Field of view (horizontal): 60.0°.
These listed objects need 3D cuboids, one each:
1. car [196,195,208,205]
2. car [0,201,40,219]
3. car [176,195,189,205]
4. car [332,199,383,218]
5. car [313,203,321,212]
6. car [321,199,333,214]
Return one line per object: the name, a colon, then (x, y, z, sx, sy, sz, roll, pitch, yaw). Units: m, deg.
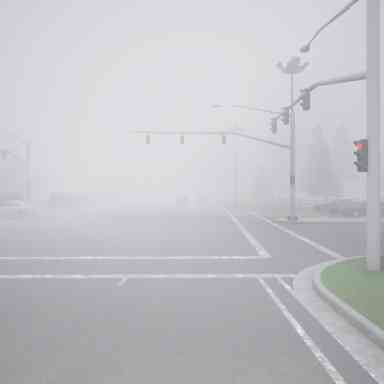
car: (1.848, 1.506, 60.889, 1.837, 1.490, 4.892, 0, 0, 0)
car: (-15.661, 1.526, 28.832, 4.674, 1.442, 1.812, 0, 0, -1)
car: (-1.669, 1.351, 57.135, 2.097, 1.767, 4.553, 0, 0, 0)
car: (15.374, 1.505, 29.175, 4.892, 1.490, 1.837, 0, 0, -1)
car: (15.797, 1.478, 36.181, 5.008, 1.535, 1.882, 0, 0, -1)
car: (15.635, 1.601, 32.678, 4.718, 1.301, 1.895, 0, 0, -1)
